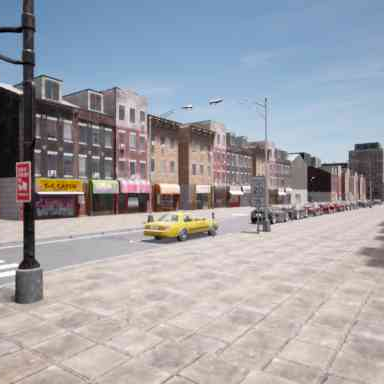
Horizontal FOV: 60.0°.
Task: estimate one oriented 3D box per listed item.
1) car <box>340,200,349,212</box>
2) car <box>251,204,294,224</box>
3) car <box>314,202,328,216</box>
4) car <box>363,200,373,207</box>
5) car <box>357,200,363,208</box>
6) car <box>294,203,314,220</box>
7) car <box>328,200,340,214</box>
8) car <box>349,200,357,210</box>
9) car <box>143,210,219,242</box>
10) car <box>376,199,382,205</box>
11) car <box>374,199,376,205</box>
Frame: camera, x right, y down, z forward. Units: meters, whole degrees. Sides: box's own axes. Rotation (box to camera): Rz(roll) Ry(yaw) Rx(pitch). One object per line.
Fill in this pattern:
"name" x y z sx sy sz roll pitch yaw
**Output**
"car" 19.079 1.782 44.257 1.967 1.590 4.097 -1 -1 35
"car" 6.055 1.713 25.906 1.947 1.339 4.313 -1 -1 35
"car" 12.568 1.819 35.080 1.802 1.307 4.206 -1 -1 35
"car" 32.107 2.145 62.605 2.008 1.369 4.403 -1 -1 35
"car" 25.593 2.011 53.430 2.008 1.369 4.403 -1 -1 35
"car" 9.311 1.741 30.494 2.008 1.369 4.403 -1 -1 35
"car" 15.824 1.833 39.668 1.887 1.381 4.507 -1 -1 35
"car" 22.337 1.950 48.843 2.008 1.369 4.403 -1 -1 35
"car" -0.360 1.597 16.870 1.752 1.417 4.829 -1 -1 35
"car" 45.131 2.458 80.951 2.008 1.369 4.403 -2 -2 35
"car" 35.362 2.210 67.191 1.887 1.381 4.507 -1 -2 35
